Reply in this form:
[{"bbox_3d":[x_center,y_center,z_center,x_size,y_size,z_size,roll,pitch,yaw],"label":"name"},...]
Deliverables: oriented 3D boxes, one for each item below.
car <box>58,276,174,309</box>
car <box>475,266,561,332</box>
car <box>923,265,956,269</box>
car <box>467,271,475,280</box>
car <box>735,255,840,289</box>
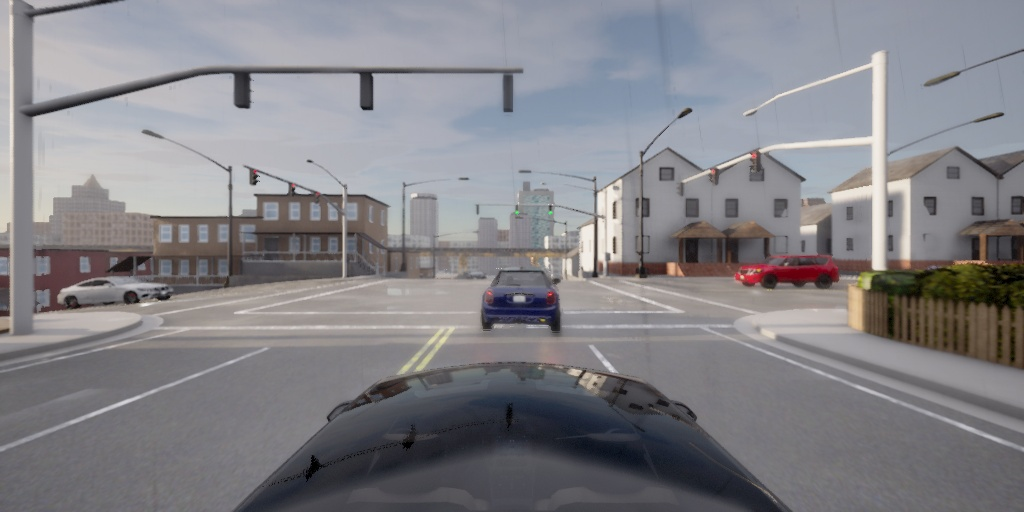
[{"bbox_3d":[-20.016,1.762,18.180,4.674,1.442,1.812,-4,0,-1],"label":"car"},{"bbox_3d":[0.436,1.094,11.130,2.097,1.767,4.553,0,0,7],"label":"car"},{"bbox_3d":[27.350,1.290,22.541,5.357,1.411,2.033,0,0,-1],"label":"car"},{"bbox_3d":[-3.628,2.298,37.711,1.812,1.442,4.674,0,-8,0],"label":"car"},{"bbox_3d":[17.107,0.964,22.401,5.566,2.045,2.150,0,0,-1],"label":"car"}]
